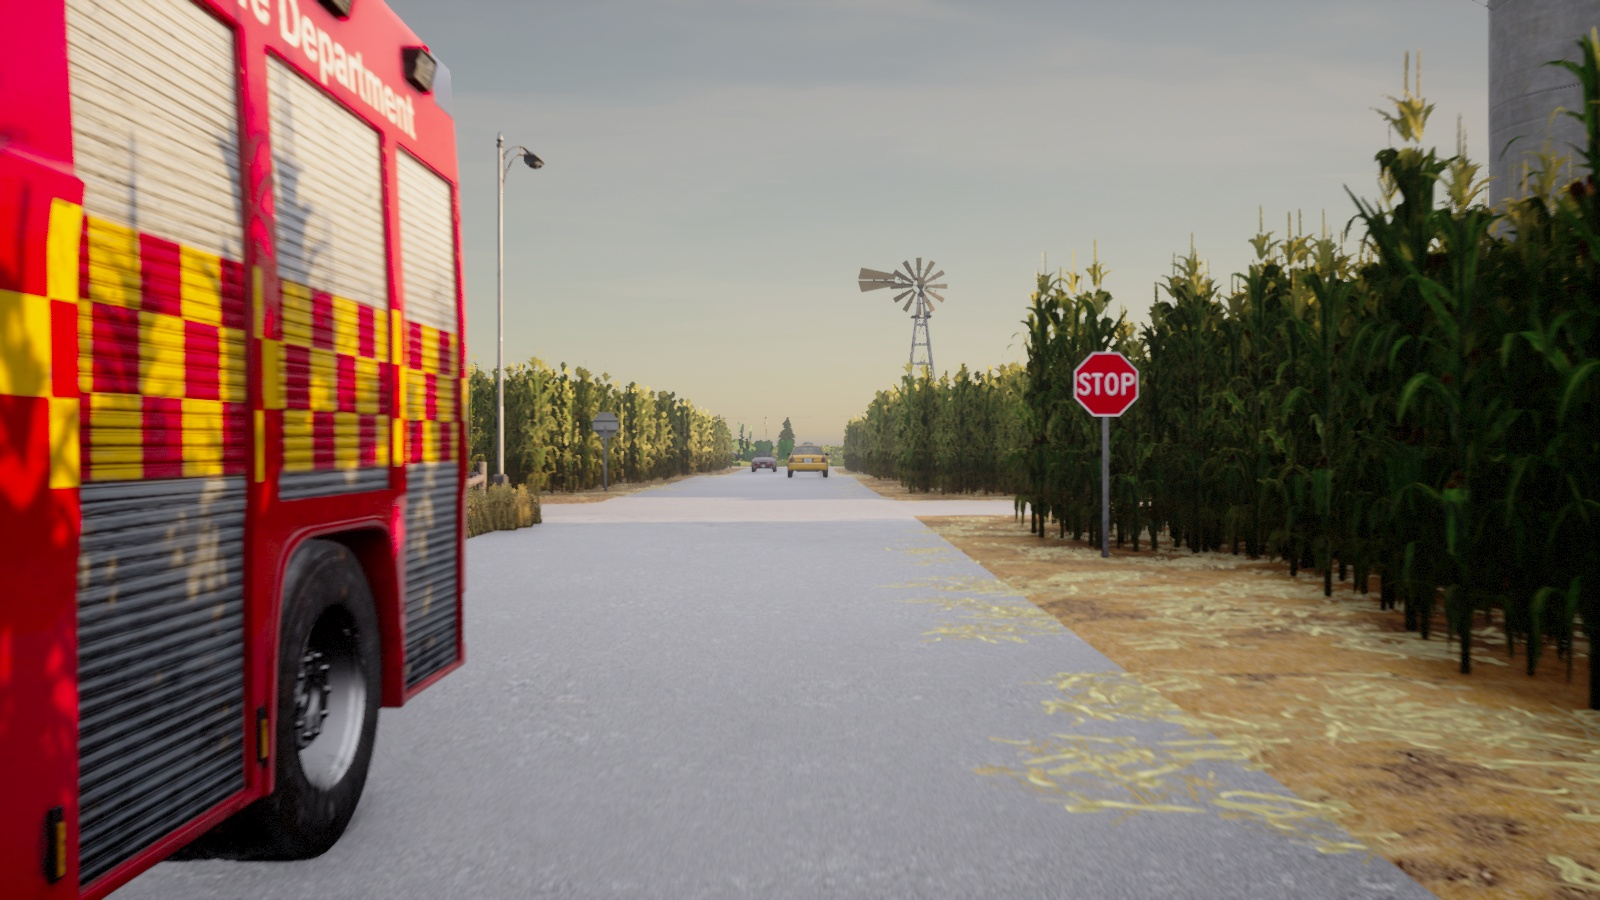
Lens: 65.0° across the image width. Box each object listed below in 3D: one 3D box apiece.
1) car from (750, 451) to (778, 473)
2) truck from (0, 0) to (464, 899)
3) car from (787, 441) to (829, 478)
[{"bbox_3d":[-2.561,0.838,89.604,1.816,1.474,4.193,0,0,0],"label":"car"},{"bbox_3d":[-3.073,-0.431,1.753,2.891,3.827,8.468,0,0,0],"label":"truck"},{"bbox_3d":[0.348,0.417,56.851,1.801,1.575,5.366,0,0,0],"label":"car"}]
